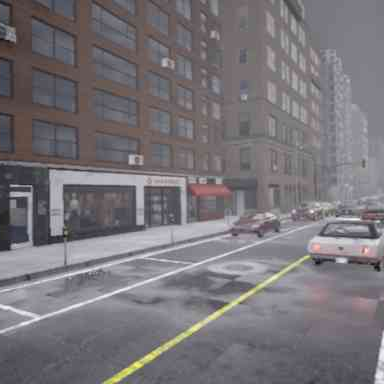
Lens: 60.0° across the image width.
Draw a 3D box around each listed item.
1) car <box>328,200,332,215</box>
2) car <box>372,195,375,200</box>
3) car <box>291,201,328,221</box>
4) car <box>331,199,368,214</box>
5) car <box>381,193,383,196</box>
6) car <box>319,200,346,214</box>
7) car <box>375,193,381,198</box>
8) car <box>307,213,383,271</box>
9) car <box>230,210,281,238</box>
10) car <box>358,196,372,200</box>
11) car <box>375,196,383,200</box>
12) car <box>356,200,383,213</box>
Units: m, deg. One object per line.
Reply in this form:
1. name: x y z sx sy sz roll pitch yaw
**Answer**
1. car: 12.601 1.591 32.217 1.752 1.417 4.829 -2 -1 33
2. car: 33.620 1.508 64.415 1.887 1.381 4.507 -1 -1 33
3. car: 9.676 1.519 27.740 1.967 1.590 4.097 -2 -1 33
4. car: 14.358 1.576 30.226 1.994 1.385 4.181 -1 -1 33
5. car: 46.044 1.461 83.447 1.947 1.339 4.313 -1 -1 33
6. car: 15.711 1.601 36.980 2.008 1.369 4.403 -2 -1 33
7. car: 42.845 1.440 78.547 1.752 1.417 4.829 -1 -1 33
8. car: 5.367 1.604 11.095 1.895 1.301 4.718 -1 -1 33
9. car: 3.646 1.690 18.496 1.802 1.307 4.206 -2 -1 33
10. car: 30.514 1.529 59.657 2.008 1.369 4.403 -1 -1 33
11. car: 19.890 1.441 33.530 1.837 1.490 4.892 -1 0 33
12. car: 11.956 1.475 21.195 1.837 1.490 4.892 -1 -1 33
